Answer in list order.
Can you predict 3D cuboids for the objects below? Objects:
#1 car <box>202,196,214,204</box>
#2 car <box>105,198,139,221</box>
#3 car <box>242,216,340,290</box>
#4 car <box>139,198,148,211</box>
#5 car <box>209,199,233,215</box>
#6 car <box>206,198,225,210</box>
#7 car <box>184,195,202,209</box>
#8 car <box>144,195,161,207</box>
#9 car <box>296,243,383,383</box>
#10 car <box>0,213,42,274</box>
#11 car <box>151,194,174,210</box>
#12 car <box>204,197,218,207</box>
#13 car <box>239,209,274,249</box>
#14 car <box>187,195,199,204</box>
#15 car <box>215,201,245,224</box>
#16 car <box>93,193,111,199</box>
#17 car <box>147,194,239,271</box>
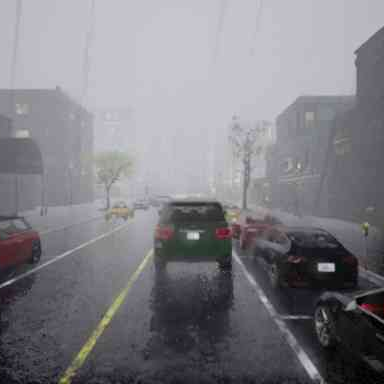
[{"bbox_3d":[2.848,1.391,58.993,1.887,1.381,4.507,0,0,0],"label":"car"},{"bbox_3d":[-5.742,1.451,26.839,1.752,1.417,4.829,1,0,0],"label":"car"},{"bbox_3d":[2.701,1.541,8.760,1.947,1.339,4.313,0,0,0],"label":"car"},{"bbox_3d":[-5.792,1.447,38.075,2.008,1.369,4.403,1,0,0],"label":"car"},{"bbox_3d":[2.810,1.459,33.445,2.008,1.369,4.403,0,0,0],"label":"car"},{"bbox_3d":[2.842,1.455,40.990,1.947,1.339,4.313,0,0,0],"label":"car"},{"bbox_3d":[0.116,1.236,42.889,2.097,1.767,4.553,0,0,0],"label":"car"},{"bbox_3d":[-5.794,1.310,48.893,1.967,1.590,4.097,0,0,0],"label":"car"},{"bbox_3d":[2.699,1.556,3.227,1.947,1.339,4.313,0,0,0],"label":"car"},{"bbox_3d":[-5.678,1.415,8.765,1.967,1.590,4.097,1,0,0],"label":"car"},{"bbox_3d":[-2.987,0.998,34.449,1.882,1.535,5.008,0,0,0],"label":"car"},{"bbox_3d":[2.845,1.449,49.991,1.802,1.307,4.206,0,0,0],"label":"car"},{"bbox_3d":[2.710,1.505,13.987,1.887,1.381,4.507,0,0,0],"label":"car"},{"bbox_3d":[0.121,1.336,59.860,2.128,1.511,4.902,0,0,0],"label":"car"},{"bbox_3d":[2.767,1.455,25.224,1.752,1.417,4.829,0,0,0],"label":"car"},{"bbox_3d":[-19.970,0.979,72.336,4.507,1.381,1.887,1,-1,0],"label":"car"},{"bbox_3d":[0.025,1.190,10.992,2.150,2.045,5.566,0,0,0],"label":"car"}]
